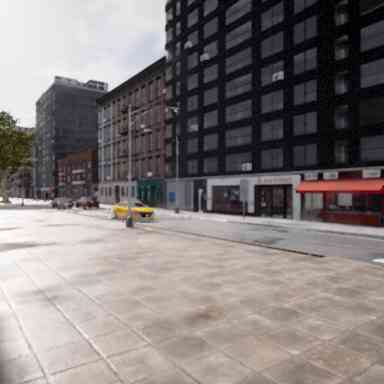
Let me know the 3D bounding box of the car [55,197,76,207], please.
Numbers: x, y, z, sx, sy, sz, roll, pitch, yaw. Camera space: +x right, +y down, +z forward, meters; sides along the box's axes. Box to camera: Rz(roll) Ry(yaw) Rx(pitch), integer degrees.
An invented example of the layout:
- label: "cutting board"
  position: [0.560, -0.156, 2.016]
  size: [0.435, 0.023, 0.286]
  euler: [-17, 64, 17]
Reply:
- label: "car"
  position: [-20.374, 1.575, 53.372]
  size: [2.033, 1.411, 5.357]
  euler: [0, 0, -35]

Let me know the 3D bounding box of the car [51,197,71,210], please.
- label: "car"
  position: [-17.317, 1.503, 44.210]
  size: [2.128, 1.511, 4.902]
  euler: [0, 0, -35]

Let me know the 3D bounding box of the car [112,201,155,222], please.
- label: "car"
  position: [-4.732, 1.451, 26.451]
  size: [1.882, 1.535, 5.008]
  euler: [0, 0, -36]

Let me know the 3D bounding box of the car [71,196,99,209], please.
- label: "car"
  position: [-14.180, 1.365, 44.730]
  size: [2.097, 1.767, 4.553]
  euler: [0, 0, -35]
